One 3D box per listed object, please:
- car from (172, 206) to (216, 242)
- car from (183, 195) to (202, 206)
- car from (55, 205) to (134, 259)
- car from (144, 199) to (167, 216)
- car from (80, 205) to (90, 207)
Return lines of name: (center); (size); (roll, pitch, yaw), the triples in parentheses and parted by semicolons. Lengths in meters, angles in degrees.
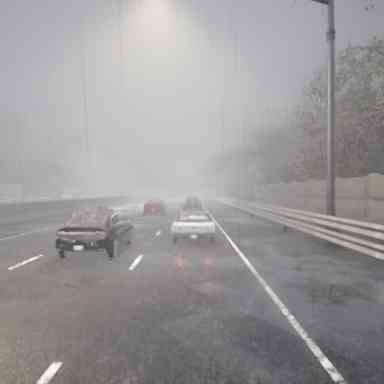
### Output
car: (0.079, 1.553, 15.967); (1.895, 1.301, 4.718); (0, 0, 0)
car: (0.052, 1.263, 38.992); (2.097, 1.767, 4.553); (0, 0, 0)
car: (-3.413, 1.454, 12.406); (2.128, 1.511, 4.902); (0, 0, 0)
car: (-3.438, 1.400, 31.842); (1.882, 1.535, 5.008); (0, 0, 0)
car: (-6.926, 1.539, 23.598); (1.895, 1.301, 4.718); (0, 0, 0)
